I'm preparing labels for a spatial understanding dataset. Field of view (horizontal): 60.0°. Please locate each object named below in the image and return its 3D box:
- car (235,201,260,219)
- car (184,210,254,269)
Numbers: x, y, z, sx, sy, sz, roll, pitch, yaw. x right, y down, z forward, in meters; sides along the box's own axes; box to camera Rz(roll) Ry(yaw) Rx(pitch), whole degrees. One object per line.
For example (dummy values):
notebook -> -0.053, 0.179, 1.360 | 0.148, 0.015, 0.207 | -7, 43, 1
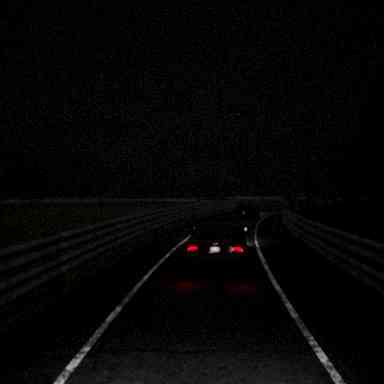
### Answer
car -> 5.154, 1.602, 30.785 | 2.128, 1.511, 4.902 | 0, 0, 18
car -> 0.915, 1.583, 11.366 | 2.033, 1.411, 5.357 | 0, 0, 7
